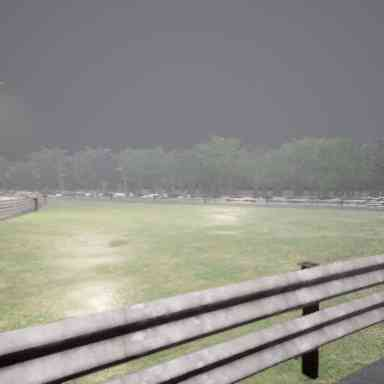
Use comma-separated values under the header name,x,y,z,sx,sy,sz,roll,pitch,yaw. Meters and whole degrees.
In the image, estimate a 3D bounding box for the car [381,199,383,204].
name,x,y,z,sx,sy,sz,roll,pitch,yaw
car,28.842,1.341,46.207,4.553,1.767,2.097,0,0,29
